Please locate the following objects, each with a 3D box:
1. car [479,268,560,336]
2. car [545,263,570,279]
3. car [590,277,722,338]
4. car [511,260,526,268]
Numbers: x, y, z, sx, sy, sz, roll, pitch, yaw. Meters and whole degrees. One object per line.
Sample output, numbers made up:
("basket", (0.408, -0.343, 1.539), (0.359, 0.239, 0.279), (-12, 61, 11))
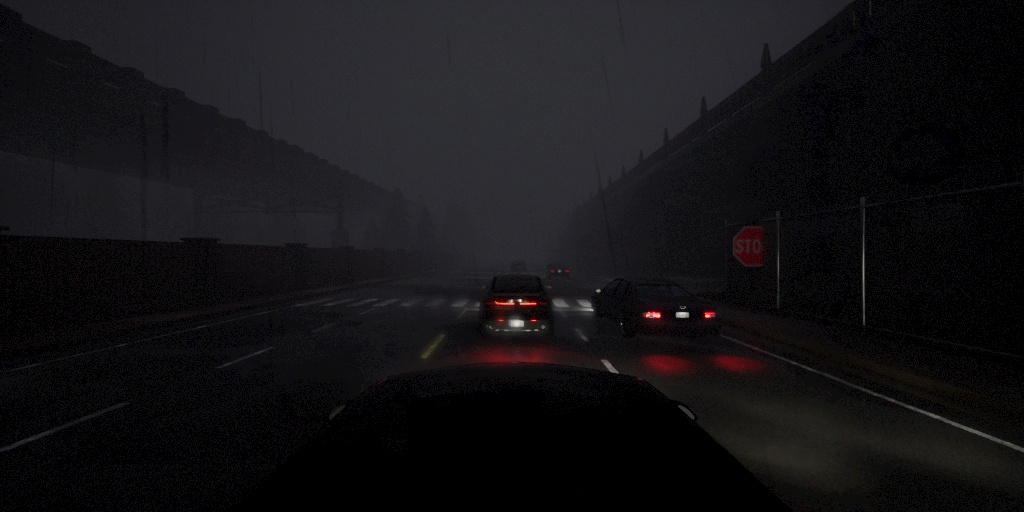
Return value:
("car", (0.122, 1.255, 10.374), (1.837, 1.490, 4.892), (0, 0, 0))
("car", (4.012, 1.298, 32.076), (2.033, 1.411, 5.357), (0, 0, 2))
("car", (3.624, 1.297, 10.120), (2.033, 1.411, 5.357), (0, 0, 0))
("car", (0.863, 1.228, 45.694), (1.882, 1.535, 5.008), (0, 0, 1))
